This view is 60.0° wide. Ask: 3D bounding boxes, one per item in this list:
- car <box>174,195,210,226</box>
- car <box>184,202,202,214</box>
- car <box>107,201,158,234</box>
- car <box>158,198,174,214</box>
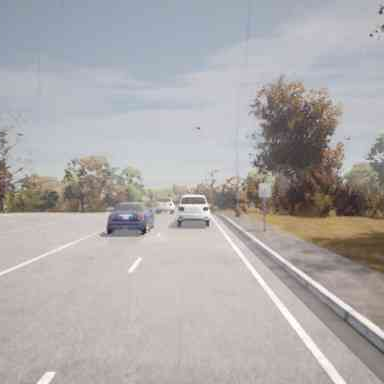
[{"bbox_3d":[0.101,1.228,23.652,2.150,2.045,5.566,0,0,0],"label":"car"},{"bbox_3d":[0.116,2.099,42.768,2.128,1.511,4.902,0,-3,0],"label":"car"},{"bbox_3d":[-3.407,1.355,19.240,2.097,1.767,4.553,0,0,0],"label":"car"},{"bbox_3d":[-3.383,1.843,43.002,2.150,2.045,5.566,0,-3,0],"label":"car"}]
